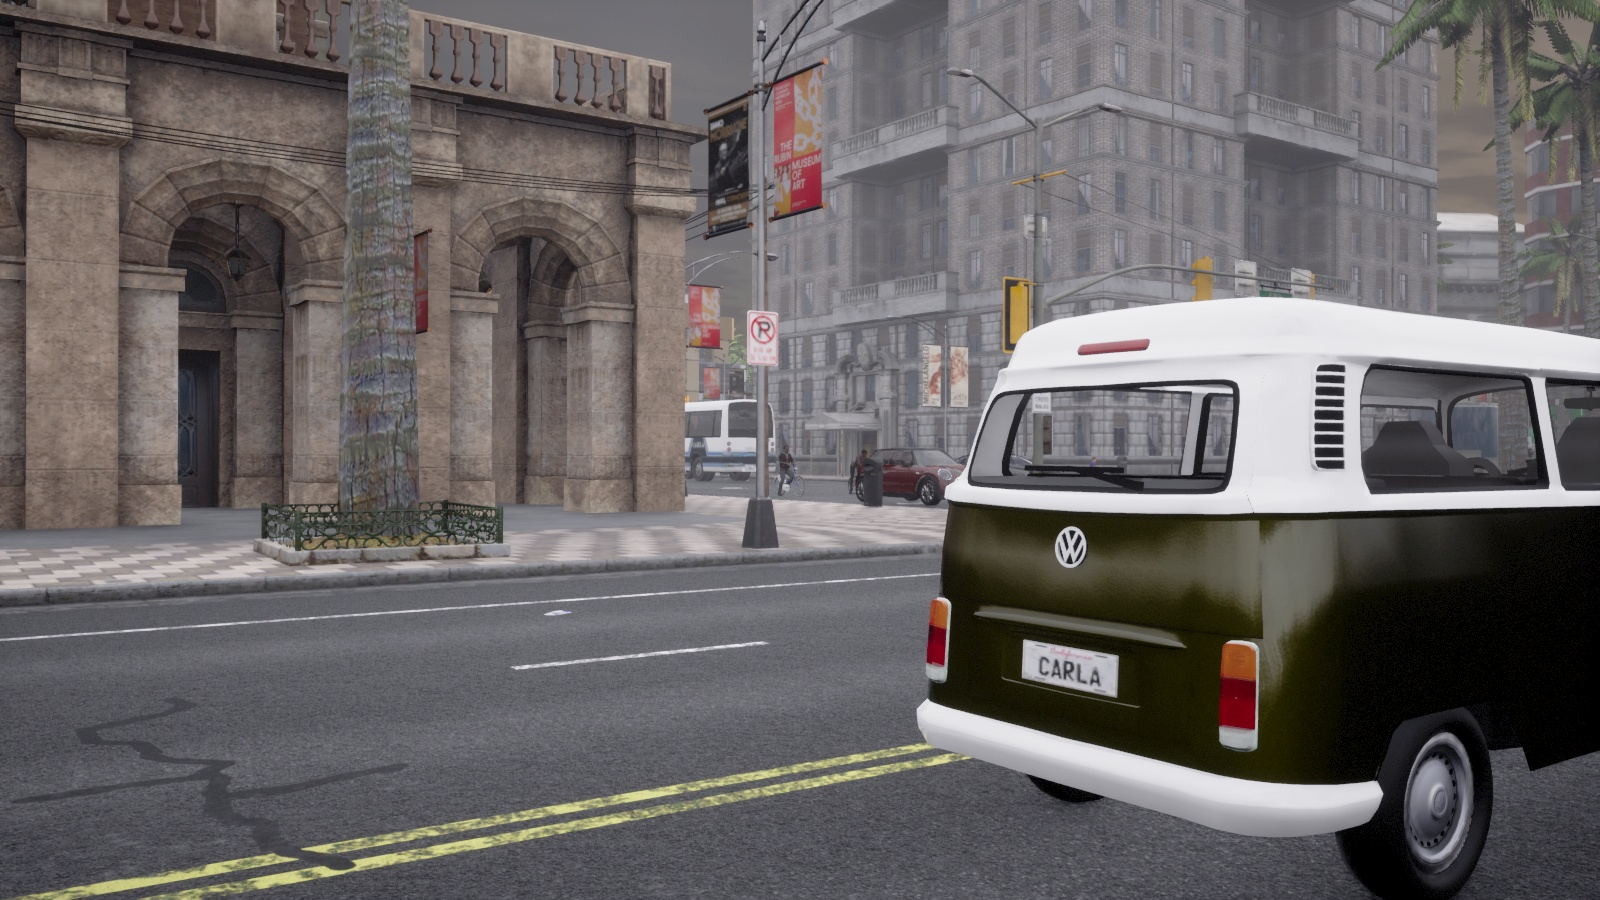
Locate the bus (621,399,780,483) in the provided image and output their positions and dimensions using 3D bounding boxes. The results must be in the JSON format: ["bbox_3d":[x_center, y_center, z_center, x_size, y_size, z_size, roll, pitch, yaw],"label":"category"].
[{"bbox_3d":[-5.665,-0.451,68.777,3.944,4.253,10.273,0,0,-36],"label":"bus"}]

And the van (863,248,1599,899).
[{"bbox_3d":[2.684,0.476,5.517,4.480,2.038,2.069,0,0,-35],"label":"van"}]

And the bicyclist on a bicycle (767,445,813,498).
[{"bbox_3d":[-0.353,0.721,42.982,0.659,1.776,1.843,0,0,-35],"label":"bicyclist on a bicycle"}]

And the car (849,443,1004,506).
[{"bbox_3d":[3.674,0.687,37.230,2.097,1.767,4.553,0,0,-35],"label":"car"}]
